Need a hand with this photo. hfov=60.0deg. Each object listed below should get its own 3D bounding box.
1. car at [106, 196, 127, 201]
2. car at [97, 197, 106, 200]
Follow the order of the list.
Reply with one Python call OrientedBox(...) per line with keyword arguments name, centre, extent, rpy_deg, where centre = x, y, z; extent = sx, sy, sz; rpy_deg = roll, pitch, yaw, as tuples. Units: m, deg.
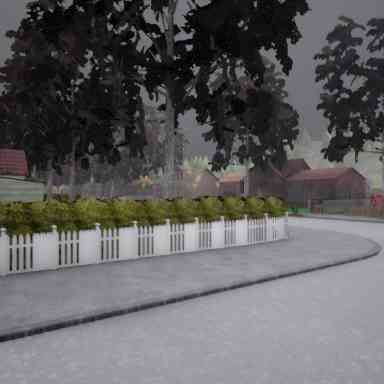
OrientedBox(name="car", centre=(-9.948, 1.365, 46.942), extent=(2.097, 1.767, 4.553), rpy_deg=(0, 0, -35))
OrientedBox(name="car", centre=(-17.270, 1.579, 64.432), extent=(1.994, 1.385, 4.181), rpy_deg=(0, 0, -36))
